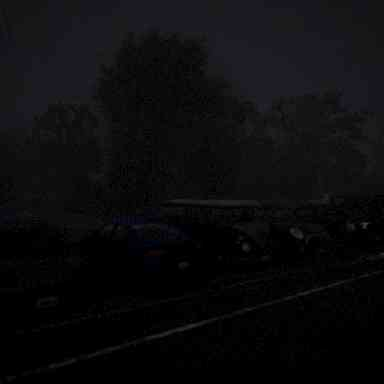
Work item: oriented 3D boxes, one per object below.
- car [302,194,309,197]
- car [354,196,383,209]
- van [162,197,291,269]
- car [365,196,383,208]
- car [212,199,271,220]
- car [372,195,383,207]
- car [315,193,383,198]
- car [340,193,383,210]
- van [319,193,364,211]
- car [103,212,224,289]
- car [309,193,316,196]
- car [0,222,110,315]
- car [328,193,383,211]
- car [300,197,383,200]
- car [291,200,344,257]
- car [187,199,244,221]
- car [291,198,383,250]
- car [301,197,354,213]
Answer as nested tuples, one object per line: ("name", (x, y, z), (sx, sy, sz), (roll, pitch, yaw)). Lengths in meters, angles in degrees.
("car", (8.622, 1.285, 32.787), (2.185, 1.767, 4.553), (0, 0, -36))
("car", (24.429, 1.380, 44.089), (2.163, 1.488, 4.792), (0, 0, -36))
("van", (0.725, 1.231, 10.877), (1.878, 1.987, 4.442), (0, 0, -36))
("car", (26.727, 1.365, 45.660), (2.163, 1.488, 4.792), (0, 0, -36))
("car", (4.234, 1.421, 29.382), (1.946, 1.575, 5.366), (0, 0, -36))
("car", (28.857, 1.308, 47.447), (1.946, 1.575, 5.366), (-1, 0, -36))
("car", (9.794, 1.177, 17.471), (2.435, 2.045, 5.566), (0, 0, -36))
("car", (22.204, 1.112, 42.427), (2.435, 2.045, 5.566), (0, 0, -36))
("van", (17.603, 1.157, 39.315), (1.878, 1.987, 4.442), (0, 0, -36))
("car", (-1.619, 1.463, 9.337), (2.097, 1.535, 5.008), (0, 0, -36))
("car", (13.140, 1.145, 36.015), (2.435, 2.045, 5.566), (0, 0, -36))
("car", (-3.885, 1.500, 7.687), (2.163, 1.488, 4.792), (0, 0, -36))
("car", (19.913, 1.124, 40.858), (2.435, 2.045, 5.566), (0, 0, -36))
("car", (7.516, 1.310, 15.839), (2.185, 1.767, 4.553), (0, 0, -36))
("car", (2.919, 1.324, 12.628), (2.185, 1.767, 4.553), (0, 0, -36))
("car", (1.864, 1.432, 27.922), (2.231, 1.521, 4.892), (0, 0, -36))
("car", (5.236, 1.317, 14.208), (2.185, 1.767, 4.553), (0, 0, -36))
("car", (15.307, 1.387, 37.758), (1.946, 1.575, 5.366), (0, 0, -36))
